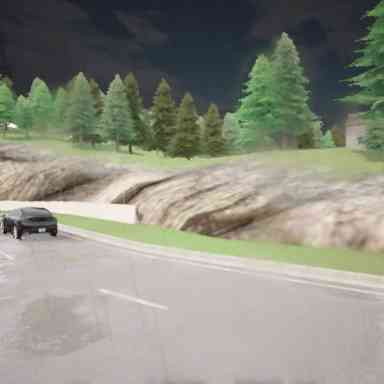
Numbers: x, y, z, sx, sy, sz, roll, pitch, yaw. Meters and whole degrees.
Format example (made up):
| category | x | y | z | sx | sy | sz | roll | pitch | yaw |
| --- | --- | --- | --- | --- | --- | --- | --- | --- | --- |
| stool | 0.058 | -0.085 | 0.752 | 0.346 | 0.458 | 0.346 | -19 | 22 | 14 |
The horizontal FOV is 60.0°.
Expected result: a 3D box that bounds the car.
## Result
| category | x | y | z | sx | sy | sz | roll | pitch | yaw |
| --- | --- | --- | --- | --- | --- | --- | --- | --- | --- |
| car | -8.487 | 1.518 | 17.271 | 1.837 | 1.490 | 4.892 | 0 | 0 | -40 |
